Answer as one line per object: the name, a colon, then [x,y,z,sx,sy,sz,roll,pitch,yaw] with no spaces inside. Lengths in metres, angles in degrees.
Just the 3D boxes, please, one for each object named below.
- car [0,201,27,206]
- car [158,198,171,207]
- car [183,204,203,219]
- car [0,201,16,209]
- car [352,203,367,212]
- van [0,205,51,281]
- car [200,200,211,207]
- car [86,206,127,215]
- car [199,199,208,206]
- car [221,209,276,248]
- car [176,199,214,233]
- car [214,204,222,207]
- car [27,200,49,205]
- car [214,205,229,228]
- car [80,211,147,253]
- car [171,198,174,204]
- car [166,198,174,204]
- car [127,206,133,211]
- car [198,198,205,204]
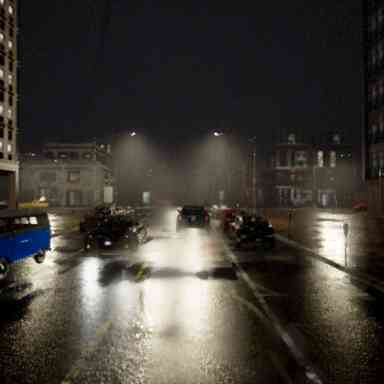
car: [-25.447,1.897,45.011,4.403,1.369,2.008,0,-1,1]
car: [-5.736,2.261,65.017,1.802,1.307,4.206,0,-1,0]
car: [0.065,1.953,33.710,1.895,1.301,4.718,0,-1,0]
car: [-30.859,2.039,53.471,4.206,1.307,1.802,0,-1,1]
car: [23.612,2.138,44.256,4.206,1.307,1.802,0,-1,1]
van: [-5.693,1.446,9.868,1.690,1.788,3.998,0,-1,0]
car: [2.644,2.243,65.011,1.947,1.339,4.313,0,-1,0]
car: [-5.702,1.663,21.251,1.967,1.590,4.097,0,-1,0]
car: [2.635,2.375,76.052,1.802,1.307,4.206,0,-1,0]
car: [2.682,1.714,15.548,2.008,1.369,4.403,0,-1,0]
car: [0.083,1.580,21.710,2.097,1.767,4.553,0,0,0]
car: [2.669,1.891,32.622,2.008,1.369,4.403,0,-1,0]
car: [-25.492,2.003,53.393,4.829,1.417,1.752,0,-1,1]
car: [2.678,1.767,21.239,1.887,1.381,4.507,0,-1,0]
car: [-3.105,1.714,14.221,1.994,1.385,4.181,0,-1,0]
car: [-5.745,2.345,76.060,2.008,1.369,4.403,0,-1,0]
car: [-5.753,2.351,87.105,1.967,1.590,4.097,0,-1,0]
car: [-5.707,1.833,26.942,2.008,1.369,4.403,0,-1,0]
car: [2.623,2.519,92.619,2.008,1.369,4.403,0,-1,0]
